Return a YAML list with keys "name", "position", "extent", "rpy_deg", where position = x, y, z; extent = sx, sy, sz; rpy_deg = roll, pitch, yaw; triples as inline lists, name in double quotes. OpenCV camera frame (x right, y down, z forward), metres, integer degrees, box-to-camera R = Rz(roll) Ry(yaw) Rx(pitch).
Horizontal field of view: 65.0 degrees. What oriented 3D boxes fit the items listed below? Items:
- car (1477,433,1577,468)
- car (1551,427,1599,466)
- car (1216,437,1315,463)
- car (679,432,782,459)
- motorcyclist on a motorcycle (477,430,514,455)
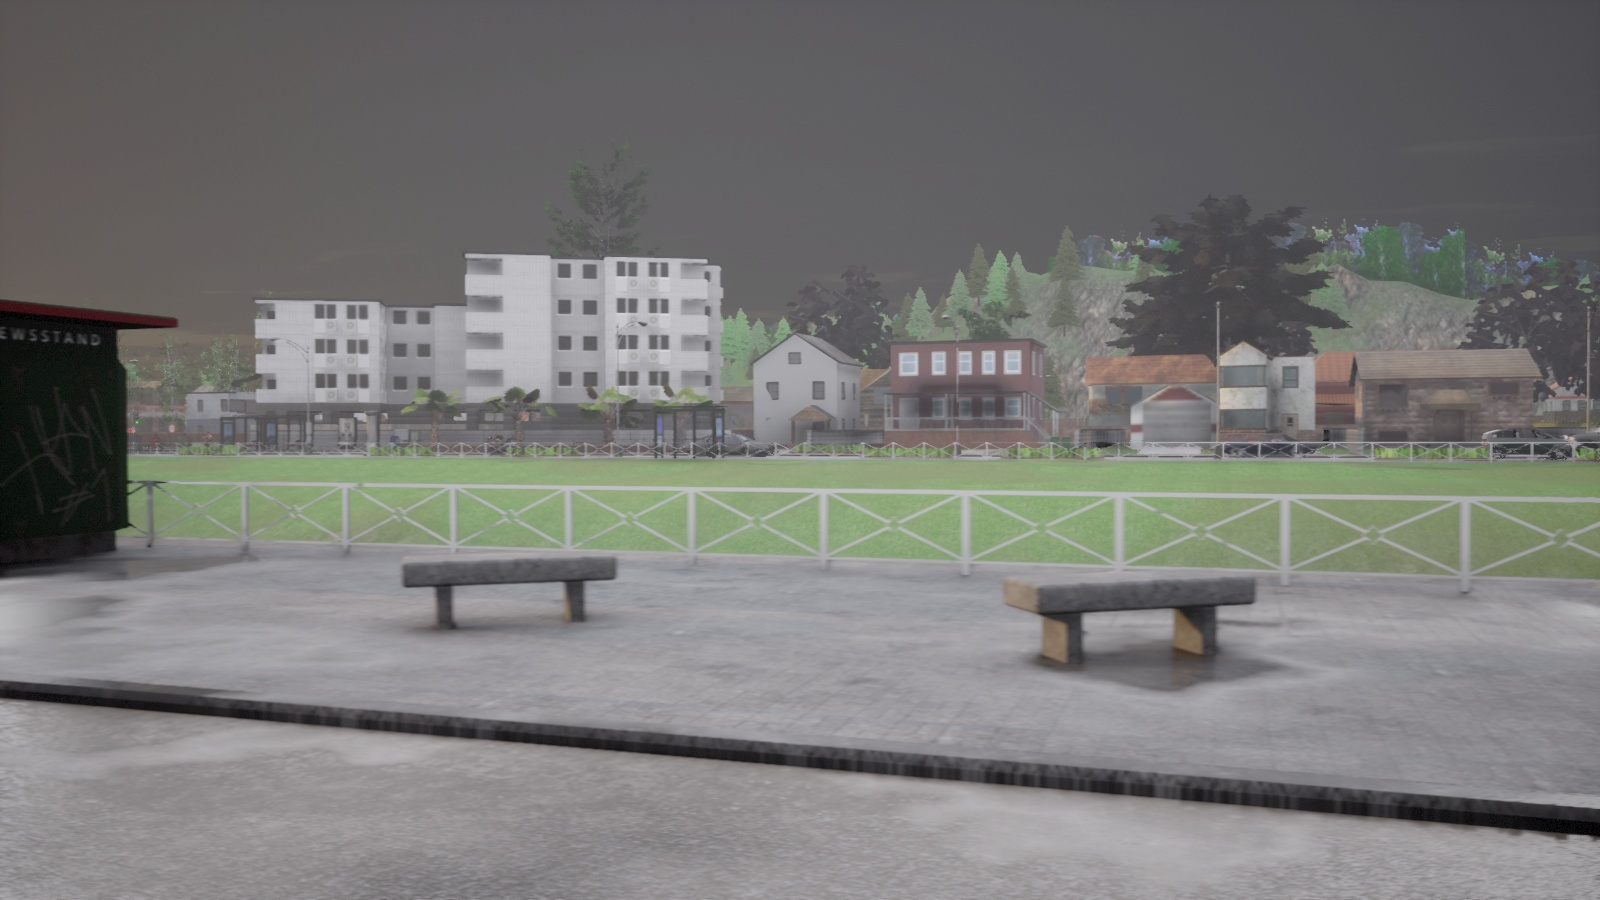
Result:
- name: "car"
  position: [33.290, 0.008, 57.606]
  extent: [3.705, 1.549, 1.789]
  rpy_deg: [0, 1, 19]
- name: "car"
  position: [38.751, -0.172, 59.986]
  extent: [4.605, 1.855, 1.932]
  rpy_deg: [1, 1, 19]
- name: "car"
  position: [24.032, -0.023, 64.946]
  extent: [4.718, 1.301, 1.895]
  rpy_deg: [1, 1, 19]
- name: "car"
  position: [-3.888, -0.264, 70.124]
  extent: [5.357, 1.411, 2.033]
  rpy_deg: [1, 1, 19]
- name: "motorcyclist on a motorcycle"
  position: [-19.274, -0.485, 79.525]
  extent: [2.191, 1.530, 0.866]
  rpy_deg: [1, 1, 19]
